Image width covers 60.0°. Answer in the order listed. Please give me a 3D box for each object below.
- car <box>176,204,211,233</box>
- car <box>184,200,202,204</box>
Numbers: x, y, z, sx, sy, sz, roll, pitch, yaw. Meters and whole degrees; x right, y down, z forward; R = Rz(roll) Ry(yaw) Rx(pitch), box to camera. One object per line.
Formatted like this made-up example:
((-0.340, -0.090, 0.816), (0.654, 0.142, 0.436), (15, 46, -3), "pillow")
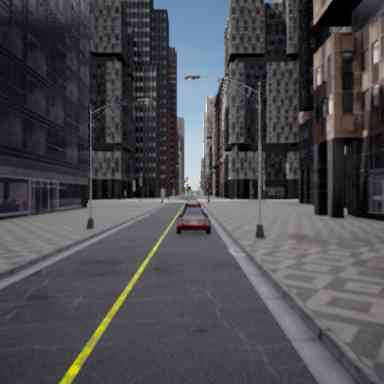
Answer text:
((0.094, 1.646, 20.291), (1.994, 1.385, 4.181), (0, 0, 0), "car")
((0.092, 1.631, 38.208), (1.882, 1.535, 5.008), (0, 0, 0), "car")
